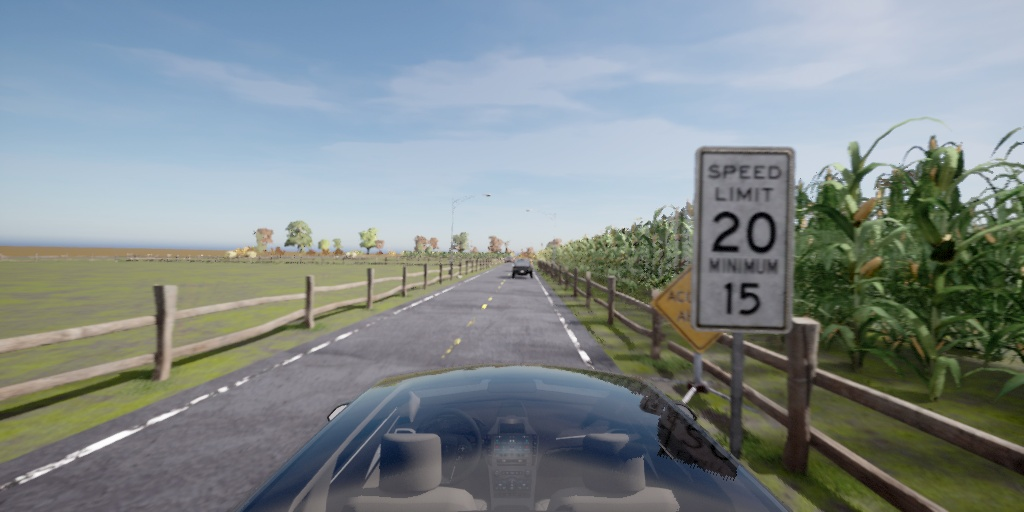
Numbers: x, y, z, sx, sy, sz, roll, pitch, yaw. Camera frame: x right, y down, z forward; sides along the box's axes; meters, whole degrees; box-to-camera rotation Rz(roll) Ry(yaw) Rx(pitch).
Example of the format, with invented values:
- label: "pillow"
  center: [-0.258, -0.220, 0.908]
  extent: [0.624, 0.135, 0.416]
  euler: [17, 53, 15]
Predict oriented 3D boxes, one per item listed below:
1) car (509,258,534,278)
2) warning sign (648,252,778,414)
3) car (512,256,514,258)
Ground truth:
- label: "car"
  center: [0.998, 1.221, 33.751]
  extent: [1.882, 1.535, 5.008]
  euler: [1, 0, 2]
- label: "warning sign"
  center: [2.460, 0.915, 4.766]
  extent: [1.300, 1.860, 1.060]
  euler: [0, 0, 2]
- label: "car"
  center: [1.414, 1.095, 47.125]
  extent: [2.097, 1.767, 4.553]
  euler: [1, 0, 2]
